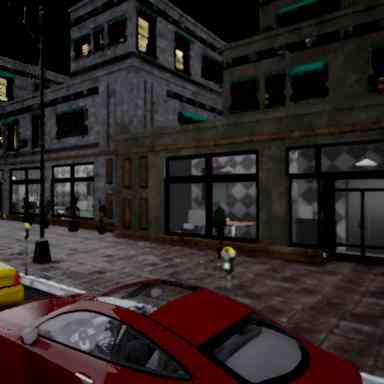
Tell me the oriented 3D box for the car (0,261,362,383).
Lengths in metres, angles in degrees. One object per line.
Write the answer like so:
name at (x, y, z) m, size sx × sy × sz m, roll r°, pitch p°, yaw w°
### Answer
car at (-0.563, 1.562, 3.285) m, size 4.206 × 1.307 × 1.802 m, roll 1°, pitch 0°, yaw 35°
